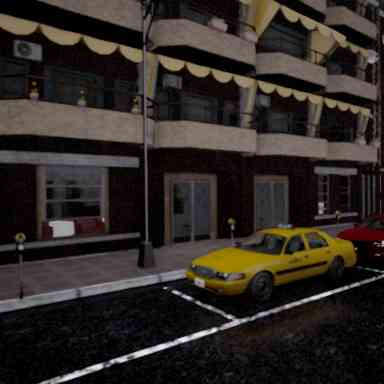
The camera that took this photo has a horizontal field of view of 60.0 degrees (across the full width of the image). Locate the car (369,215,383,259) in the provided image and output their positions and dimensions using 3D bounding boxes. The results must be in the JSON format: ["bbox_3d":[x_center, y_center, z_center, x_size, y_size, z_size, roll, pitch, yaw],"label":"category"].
[{"bbox_3d":[6.750,1.455,11.380,4.507,1.381,1.887,-1,0,-35],"label":"car"}]

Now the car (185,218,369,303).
[{"bbox_3d":[2.113,1.478,8.072,4.829,1.417,1.752,-1,0,-35],"label":"car"}]
